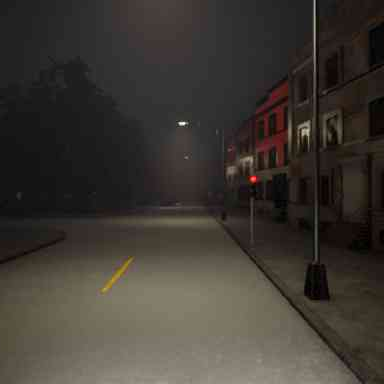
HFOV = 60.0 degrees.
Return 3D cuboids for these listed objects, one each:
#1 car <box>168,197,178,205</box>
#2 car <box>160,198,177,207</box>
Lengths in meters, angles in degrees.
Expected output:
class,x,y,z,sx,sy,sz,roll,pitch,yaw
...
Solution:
class,x,y,z,sx,sy,sz,roll,pitch,yaw
car,-4.022,1.896,69.280,1.812,1.442,4.674,0,0,0
car,-4.063,1.666,53.347,2.033,1.411,5.357,0,0,1
